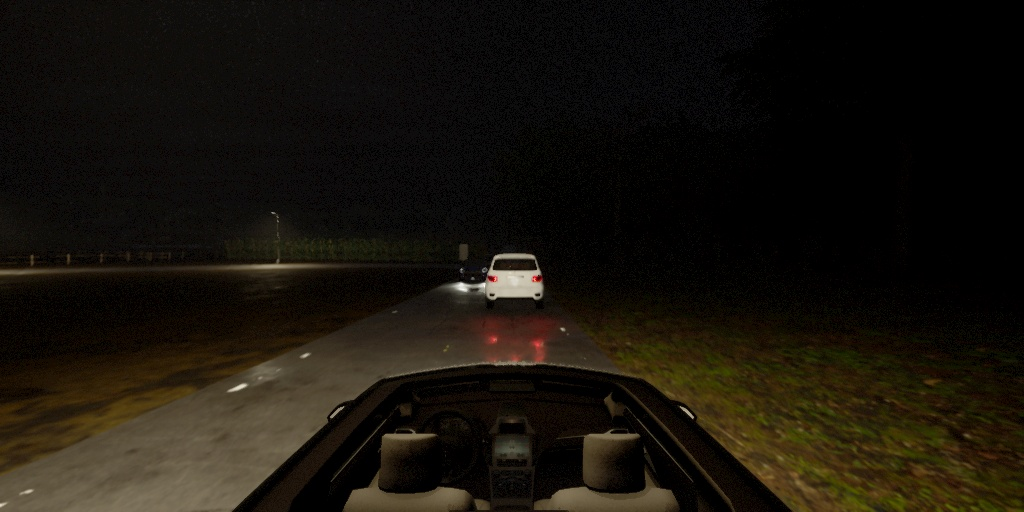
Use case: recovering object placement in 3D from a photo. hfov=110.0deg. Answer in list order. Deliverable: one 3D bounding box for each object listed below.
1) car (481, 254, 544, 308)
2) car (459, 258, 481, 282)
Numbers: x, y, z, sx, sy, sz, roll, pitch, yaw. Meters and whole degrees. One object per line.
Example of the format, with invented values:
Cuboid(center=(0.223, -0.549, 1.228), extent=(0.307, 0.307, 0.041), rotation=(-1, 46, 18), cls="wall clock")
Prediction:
Cuboid(center=(0.098, 0.934, 15.115), extent=(2.150, 2.045, 5.566), rotation=(0, 1, 0), cls="car")
Cuboid(center=(-2.749, 0.988, 27.320), extent=(2.097, 1.767, 4.553), rotation=(0, 0, 0), cls="car")
